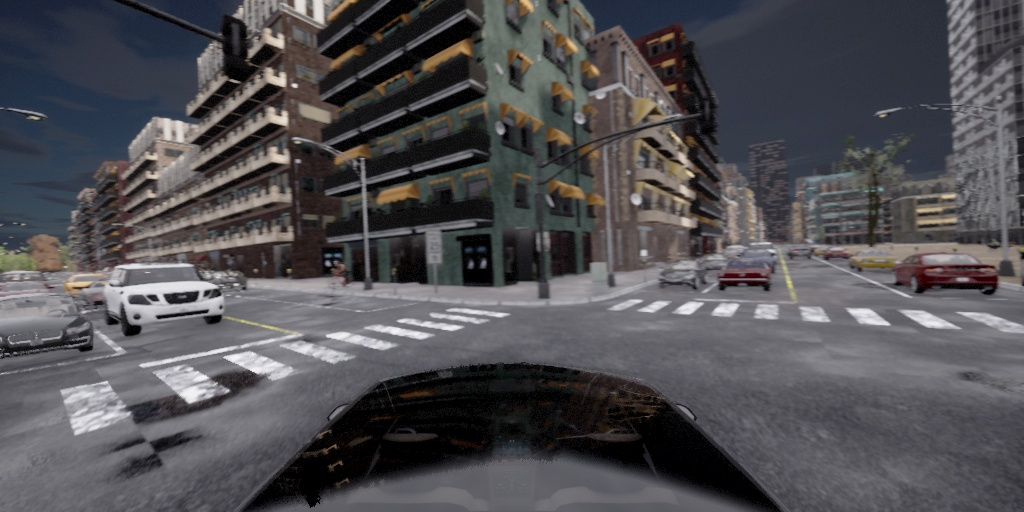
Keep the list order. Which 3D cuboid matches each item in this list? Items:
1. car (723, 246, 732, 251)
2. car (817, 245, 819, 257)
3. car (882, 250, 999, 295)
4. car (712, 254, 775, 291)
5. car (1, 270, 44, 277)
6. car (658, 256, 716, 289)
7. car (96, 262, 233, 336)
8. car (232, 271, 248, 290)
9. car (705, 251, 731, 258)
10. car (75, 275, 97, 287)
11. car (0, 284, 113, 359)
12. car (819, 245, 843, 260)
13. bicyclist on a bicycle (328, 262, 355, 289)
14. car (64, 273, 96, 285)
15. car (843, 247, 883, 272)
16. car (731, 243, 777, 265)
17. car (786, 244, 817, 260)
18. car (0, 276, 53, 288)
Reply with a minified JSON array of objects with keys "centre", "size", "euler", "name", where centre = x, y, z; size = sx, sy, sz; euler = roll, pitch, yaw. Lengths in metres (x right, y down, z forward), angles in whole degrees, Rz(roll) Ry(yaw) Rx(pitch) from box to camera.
[{"centre":[21.741,0.035,35.708],"size":[1.967,1.591,4.097],"euler":[0,0,36],"name":"car"},{"centre":[38.426,-0.684,44.214],"size":[1.751,1.417,4.829],"euler":[0,0,36],"name":"car"},{"centre":[15.340,0.525,12.929],"size":[1.888,1.381,4.507],"euler":[0,0,36],"name":"car"},{"centre":[10.676,0.786,16.396],"size":[1.895,1.301,4.718],"euler":[-3,0,36],"name":"car"},{"centre":[-29.601,1.860,21.730],"size":[5.009,1.841,2.192],"euler":[0,0,36],"name":"car"},{"centre":[8.607,0.827,17.909],"size":[2.007,1.370,4.403],"euler":[0,0,36],"name":"car"},{"centre":[-11.684,1.243,11.924],"size":[5.566,2.045,2.150],"euler":[-2,1,36],"name":"car"},{"centre":[-20.158,1.716,25.238],"size":[4.403,1.370,2.007],"euler":[0,0,36],"name":"car"},{"centre":[15.174,0.485,26.809],"size":[2.007,1.370,4.403],"euler":[0,0,36],"name":"car"},{"centre":[-19.745,1.803,17.775],"size":[4.181,1.385,1.994],"euler":[-2,1,36],"name":"car"},{"centre":[-11.560,1.607,8.679],"size":[4.403,1.370,2.007],"euler":[0,0,36],"name":"car"},{"centre":[31.758,-0.289,35.177],"size":[1.802,1.307,4.207],"euler":[0,0,36],"name":"car"},{"centre":[-10.336,1.157,21.732],"size":[0.582,1.620,1.656],"euler":[-2,1,36],"name":"bicyclist on a bicycle"},{"centre":[-28.138,1.945,23.852],"size":[5.008,1.535,1.882],"euler":[-2,1,36],"name":"car"},{"centre":[22.008,0.163,21.965],"size":[1.751,1.417,4.829],"euler":[0,0,36],"name":"car"},{"centre":[16.642,0.226,24.491],"size":[2.097,1.767,4.553],"euler":[-3,0,36],"name":"car"},{"centre":[31.904,-0.404,39.781],"size":[2.128,1.511,4.902],"euler":[-3,0,36],"name":"car"},{"centre":[-25.091,1.967,18.467],"size":[4.507,1.381,1.888],"euler":[0,0,36],"name":"car"}]
